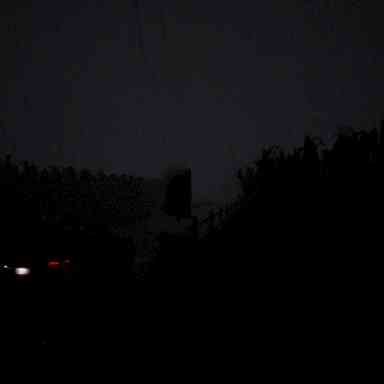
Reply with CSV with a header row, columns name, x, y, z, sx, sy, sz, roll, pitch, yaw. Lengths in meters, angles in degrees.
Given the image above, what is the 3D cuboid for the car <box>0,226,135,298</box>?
name,x,y,z,sx,sy,sz,roll,pitch,yaw
car,-3.015,1.563,8.655,1.994,1.385,4.181,0,0,11

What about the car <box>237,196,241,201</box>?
name,x,y,z,sx,sy,sz,roll,pitch,yaw
car,13.065,1.822,88.927,2.128,1.511,4.902,0,0,11
